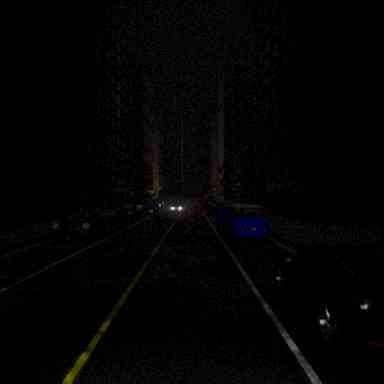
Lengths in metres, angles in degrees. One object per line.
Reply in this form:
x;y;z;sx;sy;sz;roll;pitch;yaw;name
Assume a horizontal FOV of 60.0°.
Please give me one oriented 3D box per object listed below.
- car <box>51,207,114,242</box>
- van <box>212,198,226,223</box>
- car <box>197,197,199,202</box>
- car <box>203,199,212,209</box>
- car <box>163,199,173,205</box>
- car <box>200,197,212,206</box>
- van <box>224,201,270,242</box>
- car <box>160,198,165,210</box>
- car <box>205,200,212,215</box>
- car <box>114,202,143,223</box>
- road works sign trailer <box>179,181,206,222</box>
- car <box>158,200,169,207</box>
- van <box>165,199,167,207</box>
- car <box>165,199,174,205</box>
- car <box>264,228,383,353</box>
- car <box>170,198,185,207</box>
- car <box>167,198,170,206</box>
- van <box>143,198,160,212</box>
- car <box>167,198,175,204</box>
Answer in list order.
-5.665;1.616;17.232;1.967;1.590;4.097;0;-1;0;car
2.864;1.628;28.233;1.690;1.788;3.998;0;-1;0;van
2.878;2.347;77.741;2.008;1.369;4.403;0;-1;0;car
2.871;2.092;50.234;1.802;1.307;4.206;0;-1;0;car
-5.647;2.363;77.743;1.947;1.339;4.313;0;-1;0;car
2.871;1.882;55.738;2.192;1.841;5.009;0;-1;0;car
2.860;1.517;17.231;1.690;1.788;3.998;0;-1;0;van
-5.655;2.061;50.237;2.008;1.369;4.403;0;-1;0;car
2.867;1.980;39.233;1.802;1.307;4.206;0;-1;0;car
-5.662;1.727;28.235;1.967;1.590;4.097;0;-1;0;car
0.009;0.769;29.921;2.380;3.560;2.880;0;-1;0;road works sign trailer
-5.650;2.263;66.741;1.802;1.307;4.206;0;-1;0;car
-5.654;1.908;55.741;1.690;1.788;3.998;0;-1;0;van
-5.646;2.437;83.244;1.802;1.307;4.206;0;-1;0;car
2.858;1.631;6.226;1.947;1.339;4.313;0;-1;0;car
-2.989;2.270;65.678;1.895;1.301;4.718;0;-1;0;car
-5.652;2.190;61.240;1.947;1.339;4.313;0;-1;0;car
-5.657;1.796;44.740;1.690;1.788;3.998;0;-1;0;van
-5.645;2.354;88.746;1.967;1.590;4.097;0;-1;0;car
